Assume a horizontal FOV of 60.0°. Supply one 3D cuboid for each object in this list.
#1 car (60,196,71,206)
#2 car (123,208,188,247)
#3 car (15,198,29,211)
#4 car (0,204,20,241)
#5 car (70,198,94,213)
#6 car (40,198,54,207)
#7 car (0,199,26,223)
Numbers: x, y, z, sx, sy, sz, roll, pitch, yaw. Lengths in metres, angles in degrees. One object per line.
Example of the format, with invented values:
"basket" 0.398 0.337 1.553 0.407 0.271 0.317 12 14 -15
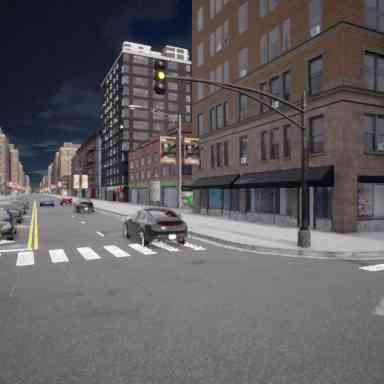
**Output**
"car" -21.507 1.495 56.957 1.882 1.535 5.008 0 0 -25
"car" -1.804 1.510 15.277 1.837 1.490 4.892 0 0 -25
"car" -17.949 1.523 33.919 1.837 1.490 4.892 0 0 -25
"car" -9.773 1.539 16.475 1.812 1.442 4.674 0 0 -25
"car" -12.252 1.517 37.508 1.837 1.490 4.892 0 0 -25
"car" -23.013 1.583 52.762 1.994 1.385 4.181 0 0 -25
"car" -13.704 1.521 24.851 1.837 1.490 4.892 0 0 -25
